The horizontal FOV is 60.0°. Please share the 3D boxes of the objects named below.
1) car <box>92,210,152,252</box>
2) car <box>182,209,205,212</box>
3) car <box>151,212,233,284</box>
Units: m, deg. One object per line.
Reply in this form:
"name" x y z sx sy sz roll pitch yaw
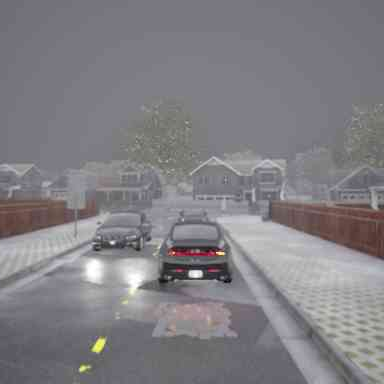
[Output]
"car" -2.834 1.581 14.329 1.837 1.490 4.892 0 0 0
"car" 0.094 1.715 21.557 1.895 1.301 4.718 0 0 0
"car" 0.090 1.557 9.729 1.837 1.490 4.892 0 0 0
